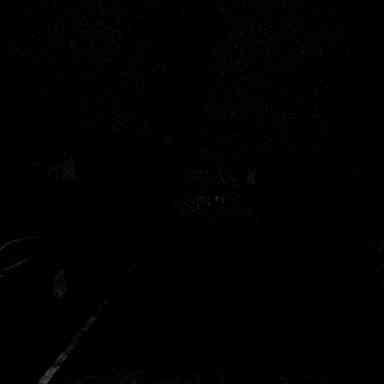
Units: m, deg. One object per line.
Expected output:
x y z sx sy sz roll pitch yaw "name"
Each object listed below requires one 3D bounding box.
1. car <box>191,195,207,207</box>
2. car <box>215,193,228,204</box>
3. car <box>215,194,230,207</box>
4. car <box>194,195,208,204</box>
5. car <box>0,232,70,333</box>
0.912 1.445 47.539 1.895 1.301 4.718 0 0 3 "car"
5.093 1.162 57.950 2.097 1.767 4.553 0 0 4 "car"
4.407 1.392 47.357 2.033 1.411 5.357 0 0 3 "car"
1.575 1.301 57.843 2.128 1.511 4.902 0 0 4 "car"
-3.577 1.474 5.355 2.128 1.511 4.902 0 0 0 "car"
